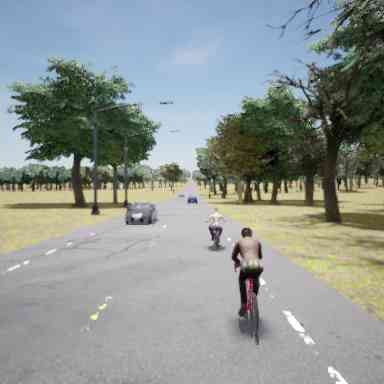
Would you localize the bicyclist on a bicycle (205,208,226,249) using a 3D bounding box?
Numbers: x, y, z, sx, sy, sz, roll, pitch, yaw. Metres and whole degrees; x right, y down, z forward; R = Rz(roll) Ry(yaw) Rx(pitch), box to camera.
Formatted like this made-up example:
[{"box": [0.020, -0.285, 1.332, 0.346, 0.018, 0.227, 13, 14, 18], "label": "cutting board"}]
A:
[{"box": [0.964, 1.419, 13.319, 0.866, 1.612, 1.509, 0, 0, 0], "label": "bicyclist on a bicycle"}]

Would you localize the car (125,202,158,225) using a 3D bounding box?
[{"box": [-3.596, 1.465, 24.134, 2.128, 1.511, 4.902, 0, 0, 0], "label": "car"}]

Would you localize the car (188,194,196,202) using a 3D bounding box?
[{"box": [0.013, 1.360, 75.846, 1.882, 1.535, 5.008, 0, 0, 0], "label": "car"}]

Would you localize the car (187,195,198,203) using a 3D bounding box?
[{"box": [0.110, 1.410, 64.794, 1.882, 1.535, 5.008, 0, 0, 0], "label": "car"}]

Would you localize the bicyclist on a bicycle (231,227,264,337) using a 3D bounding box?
[{"box": [0.964, 1.445, 5.696, 0.582, 1.620, 1.656, 0, 0, 0], "label": "bicyclist on a bicycle"}]
